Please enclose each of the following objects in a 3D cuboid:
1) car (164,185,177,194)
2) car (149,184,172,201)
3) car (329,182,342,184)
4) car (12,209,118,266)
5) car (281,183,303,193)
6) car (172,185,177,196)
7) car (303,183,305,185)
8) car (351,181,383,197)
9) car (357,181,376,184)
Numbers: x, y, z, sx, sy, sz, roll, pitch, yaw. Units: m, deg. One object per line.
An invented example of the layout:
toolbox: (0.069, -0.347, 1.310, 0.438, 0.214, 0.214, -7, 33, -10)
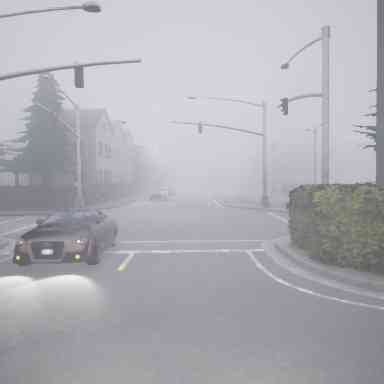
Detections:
car: (-3.729, -0.508, 58.164, 1.837, 1.490, 4.892, -1, 2, 0)
car: (-3.721, 0.163, 37.762, 1.882, 1.535, 5.008, -1, 2, 0)
car: (25.299, -1.034, 59.485, 2.152, 1.636, 5.027, -1, 2, 0)
car: (-3.527, 1.215, 9.987, 1.994, 1.385, 4.181, -1, 1, -1)
car: (15.261, -0.525, 52.070, 2.007, 1.523, 4.514, -1, 2, 0)
car: (-3.741, -0.305, 47.780, 2.097, 1.767, 4.553, -1, 2, 0)
car: (18.884, -0.872, 59.131, 1.970, 1.475, 3.806, -1, 2, 0)
car: (22.254, -0.461, 42.094, 1.932, 1.855, 4.605, -1, 2, 0)
car: (19.010, -0.176, 34.213, 1.905, 1.878, 3.866, -1, 2, 0)
